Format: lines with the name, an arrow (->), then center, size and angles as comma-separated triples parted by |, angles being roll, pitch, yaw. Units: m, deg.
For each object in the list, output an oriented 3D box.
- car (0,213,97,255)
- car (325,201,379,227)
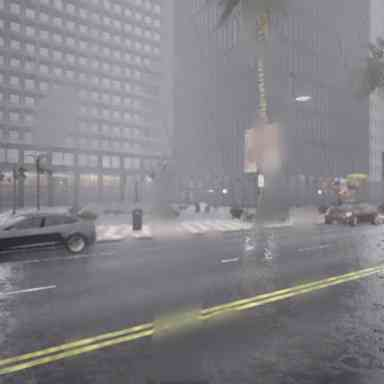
car -> -5.938, 1.532, 12.153 | 4.786, 1.482, 2.161 | 1, 0, -36
car -> 11.942, 1.558, 24.855 | 4.553, 1.767, 2.185 | 1, 0, -36
